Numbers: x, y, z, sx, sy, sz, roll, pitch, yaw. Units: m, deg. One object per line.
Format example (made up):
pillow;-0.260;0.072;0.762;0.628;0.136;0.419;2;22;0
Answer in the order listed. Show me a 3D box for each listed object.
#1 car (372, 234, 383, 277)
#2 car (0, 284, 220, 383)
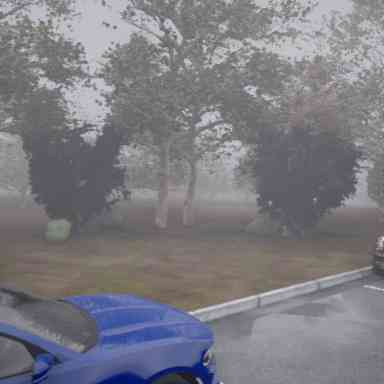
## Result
car;6.986;1.388;9.040;4.553;1.767;2.185;0;0;-33
car;-2.063;1.479;2.585;5.008;1.535;2.097;0;0;-33
